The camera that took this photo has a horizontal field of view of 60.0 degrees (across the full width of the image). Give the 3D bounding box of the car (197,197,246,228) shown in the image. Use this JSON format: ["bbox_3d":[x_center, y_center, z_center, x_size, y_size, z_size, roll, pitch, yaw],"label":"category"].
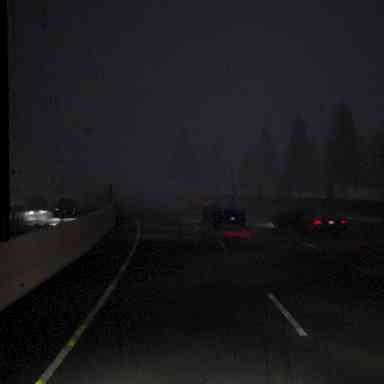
[{"bbox_3d":[1.870,1.327,21.141,1.882,1.535,5.008,0,0,-10],"label":"car"}]

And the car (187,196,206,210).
[{"bbox_3d":[0.835,1.200,39.098,1.882,1.535,5.008,0,0,-19],"label":"car"}]

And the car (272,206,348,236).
[{"bbox_3d":[6.004,1.422,17.645,2.033,1.411,5.357,0,0,-8],"label":"car"}]
